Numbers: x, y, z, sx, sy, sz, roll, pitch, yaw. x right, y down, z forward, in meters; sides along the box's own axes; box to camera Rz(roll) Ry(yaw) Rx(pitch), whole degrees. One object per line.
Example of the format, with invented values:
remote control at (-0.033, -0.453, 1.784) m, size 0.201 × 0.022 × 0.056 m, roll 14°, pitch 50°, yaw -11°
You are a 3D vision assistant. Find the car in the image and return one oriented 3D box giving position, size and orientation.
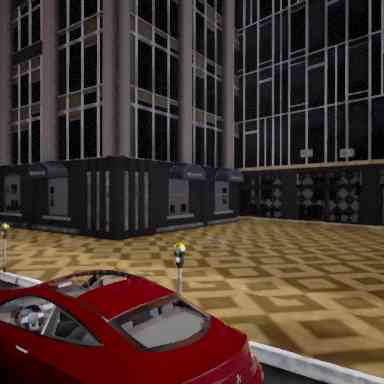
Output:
car at (-1.290, 1.581, 3.793) m, size 4.206 × 1.307 × 1.802 m, roll 0°, pitch 0°, yaw 35°
